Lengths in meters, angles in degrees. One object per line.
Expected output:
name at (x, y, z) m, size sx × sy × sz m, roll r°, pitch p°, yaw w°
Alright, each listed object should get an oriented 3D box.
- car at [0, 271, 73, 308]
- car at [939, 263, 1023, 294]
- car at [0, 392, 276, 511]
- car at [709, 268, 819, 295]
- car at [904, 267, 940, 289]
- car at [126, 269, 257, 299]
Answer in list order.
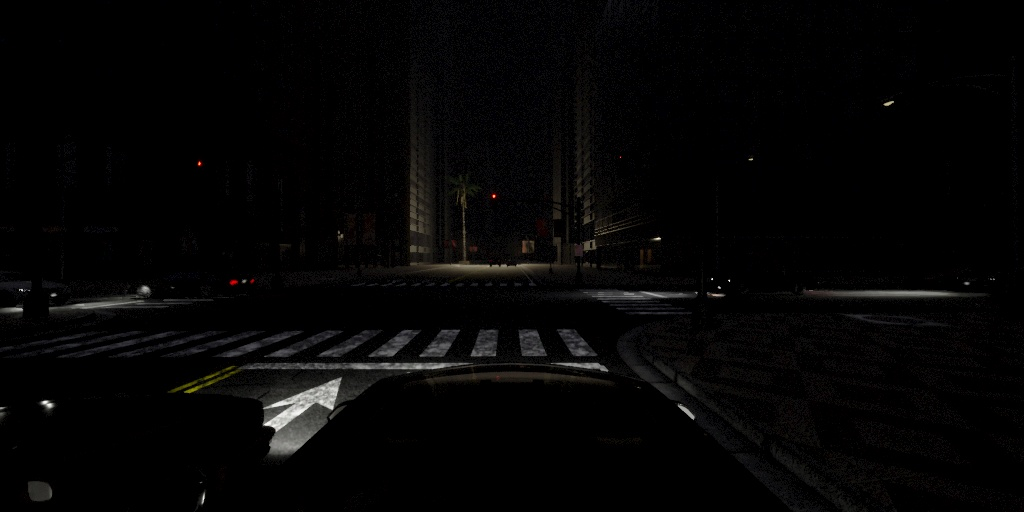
car at (-21.382, 1.354, 14.938) m, size 4.674 × 1.442 × 1.812 m, roll 0°, pitch 0°, yaw 1°
car at (26.470, 1.158, 18.980) m, size 4.902 × 1.511 × 2.128 m, roll -1°, pitch 0°, yaw -1°
car at (-3.175, 1.297, 0.720) m, size 2.033 × 1.411 × 5.357 m, roll 0°, pitch 0°, yaw 4°
car at (12.991, 1.316, 18.749) m, size 4.718 × 1.301 × 1.895 m, roll 0°, pitch 0°, yaw -2°
car at (26.421, 1.275, 21.732) m, size 4.207 × 1.307 × 1.802 m, roll 0°, pitch 0°, yaw -1°
car at (-16.074, 1.370, 18.177) m, size 5.357 × 1.411 × 2.033 m, roll -1°, pitch -1°, yaw 0°
